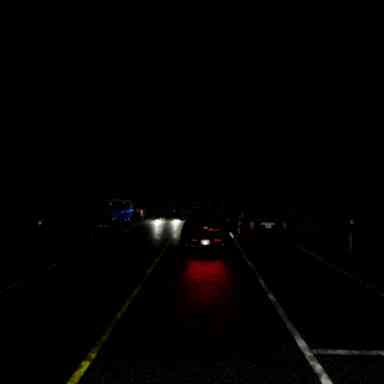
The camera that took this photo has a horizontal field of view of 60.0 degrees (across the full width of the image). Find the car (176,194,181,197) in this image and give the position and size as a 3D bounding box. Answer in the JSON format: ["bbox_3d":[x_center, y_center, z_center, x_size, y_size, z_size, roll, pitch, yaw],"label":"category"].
[{"bbox_3d":[-3.636,1.577,61.302,2.008,1.369,4.403,0,0,2],"label":"car"}]

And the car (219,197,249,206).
[{"bbox_3d":[3.688,1.358,27.212,2.192,1.841,5.009,0,0,2],"label":"car"}]

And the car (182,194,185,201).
[{"bbox_3d":[-3.238,1.482,72.568,1.967,1.590,4.097,0,0,2],"label":"car"}]

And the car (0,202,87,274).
[{"bbox_3d":[-5.429,1.289,10.604,2.192,1.841,5.009,0,0,2],"label":"car"}]

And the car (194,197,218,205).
[{"bbox_3d":[1.179,1.508,31.526,1.882,1.535,5.008,0,0,2],"label":"car"}]

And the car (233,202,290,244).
[{"bbox_3d":[3.289,1.472,15.946,1.967,1.590,4.097,0,0,2],"label":"car"}]

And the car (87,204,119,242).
[{"bbox_3d":[-5.231,1.524,16.238,1.887,1.381,4.507,0,0,2],"label":"car"}]

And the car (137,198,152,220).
[{"bbox_3d":[-4.832,1.430,27.504,1.967,1.590,4.097,0,0,2],"label":"car"}]

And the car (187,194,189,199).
[{"bbox_3d":[-2.640,1.632,89.468,1.947,1.339,4.313,0,0,2],"label":"car"}]

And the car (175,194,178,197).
[{"bbox_3d":[-3.842,1.544,55.500,1.752,1.417,4.829,0,0,2],"label":"car"}]

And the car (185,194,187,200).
[{"bbox_3d":[-3.038,1.365,78.202,2.192,1.841,5.009,0,0,2],"label":"car"}]

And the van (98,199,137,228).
[{"bbox_3d":[-5.031,1.326,21.871,1.690,1.788,3.998,0,0,2],"label":"van"}]

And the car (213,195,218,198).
[{"bbox_3d":[4.485,1.505,49.742,1.967,1.590,4.097,0,0,2],"label":"car"}]

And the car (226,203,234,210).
[{"bbox_3d":[3.488,1.604,21.579,1.947,1.339,4.313,0,0,2],"label":"car"}]

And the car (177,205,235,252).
[{"bbox_3d":[0.562,1.518,14.096,1.837,1.490,4.892,0,0,2],"label":"car"}]

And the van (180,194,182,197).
[{"bbox_3d":[-3.437,1.375,66.936,1.690,1.788,3.998,0,0,2],"label":"van"}]

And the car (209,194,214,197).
[{"bbox_3d":[5.481,1.685,77.906,1.802,1.307,4.206,0,0,2],"label":"car"}]

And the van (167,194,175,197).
[{"bbox_3d":[-4.034,1.354,50.037,1.690,1.788,3.998,0,0,2],"label":"van"}]

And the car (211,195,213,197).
[{"bbox_3d":[4.883,1.645,61.008,1.947,1.339,4.313,0,0,2],"label":"car"}]

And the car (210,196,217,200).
[{"bbox_3d":[6.079,1.710,94.805,1.802,1.307,4.206,0,0,2],"label":"car"}]

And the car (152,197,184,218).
[{"bbox_3d":[-2.048,1.487,30.115,1.882,1.535,5.008,0,0,2],"label":"car"}]

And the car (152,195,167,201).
[{"bbox_3d":[-4.433,1.441,38.771,1.967,1.590,4.097,0,0,2],"label":"car"}]
